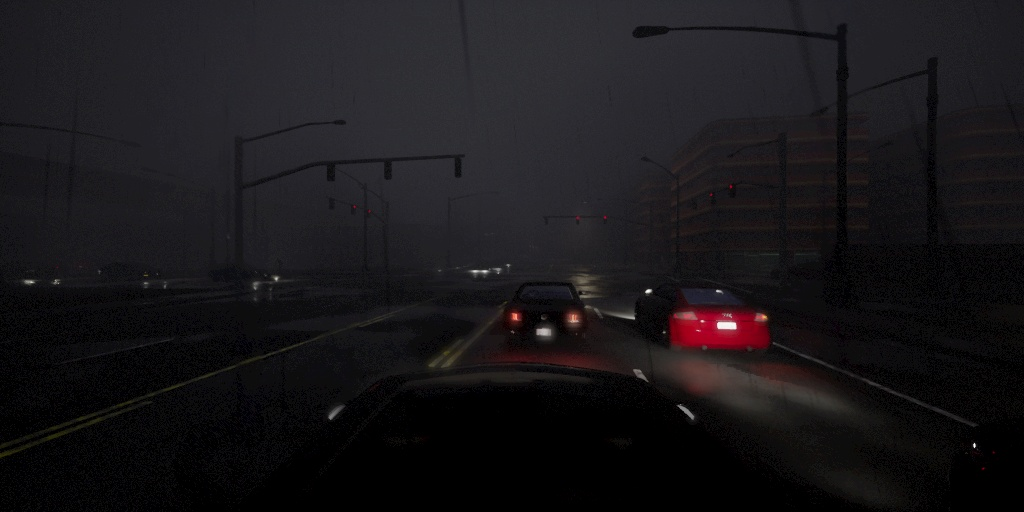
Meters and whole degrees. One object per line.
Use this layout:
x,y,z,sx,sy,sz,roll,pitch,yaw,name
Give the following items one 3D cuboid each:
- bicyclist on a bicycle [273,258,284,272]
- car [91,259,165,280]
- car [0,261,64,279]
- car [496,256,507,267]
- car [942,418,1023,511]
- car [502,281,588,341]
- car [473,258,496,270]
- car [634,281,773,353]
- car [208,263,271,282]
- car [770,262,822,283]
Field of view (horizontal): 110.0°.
-26.429,1.053,40.569,0.582,1.620,1.656,0,0,7,bicyclist on a bicycle
-31.987,1.253,30.186,4.892,1.490,1.837,0,0,7,car
-42.860,1.228,31.665,5.008,1.535,1.882,0,0,13,car
-2.546,1.064,58.551,1.895,1.301,4.718,0,1,8,car
3.640,1.242,0.196,2.128,1.511,4.902,0,0,1,car
0.994,1.351,9.908,1.895,1.301,4.718,0,0,8,car
-3.890,1.176,48.697,1.994,1.385,4.181,0,1,8,car
4.398,1.314,8.909,1.994,1.385,4.181,0,0,7,car
-22.036,1.276,29.017,4.674,1.442,1.812,0,0,7,car
22.798,1.228,27.588,5.008,1.535,1.882,0,0,7,car
